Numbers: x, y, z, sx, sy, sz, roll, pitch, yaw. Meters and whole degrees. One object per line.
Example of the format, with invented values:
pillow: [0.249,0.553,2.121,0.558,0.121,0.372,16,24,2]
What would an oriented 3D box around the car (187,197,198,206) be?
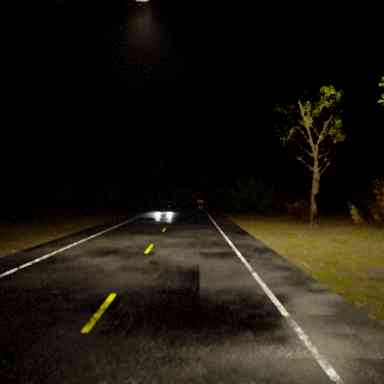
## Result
car: [0.028,1.905,60.972,1.994,1.385,4.181,0,0,0]

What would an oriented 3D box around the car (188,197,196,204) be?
car: [0.002,1.922,75.701,1.837,1.490,4.892,0,0,0]

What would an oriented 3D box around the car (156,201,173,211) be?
car: [-3.588,1.846,43.652,1.895,1.301,4.718,0,0,0]

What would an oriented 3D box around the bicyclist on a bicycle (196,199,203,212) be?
bicyclist on a bicycle: [0.950,1.678,43.032,0.866,1.612,1.509,0,0,0]

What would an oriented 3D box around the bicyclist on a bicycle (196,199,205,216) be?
bicyclist on a bicycle: [0.964,1.559,33.340,0.659,1.776,1.843,0,0,0]
